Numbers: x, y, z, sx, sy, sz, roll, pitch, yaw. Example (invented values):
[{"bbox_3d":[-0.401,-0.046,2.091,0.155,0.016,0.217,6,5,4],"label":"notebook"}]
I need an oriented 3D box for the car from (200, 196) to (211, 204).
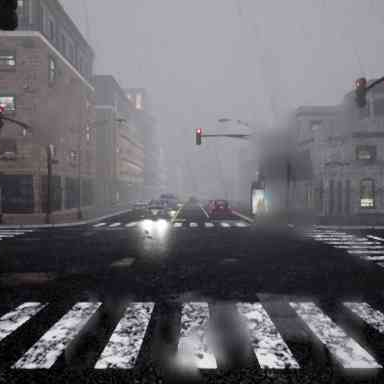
[{"bbox_3d":[2.622,1.586,65.924,2.008,1.369,4.403,-1,0,0],"label":"car"}]

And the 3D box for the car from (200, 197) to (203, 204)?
[{"bbox_3d":[2.638,1.568,48.834,2.008,1.369,4.403,0,0,0],"label":"car"}]

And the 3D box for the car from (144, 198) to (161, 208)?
[{"bbox_3d":[-5.742,1.568,48.814,2.008,1.369,4.403,0,0,0],"label":"car"}]

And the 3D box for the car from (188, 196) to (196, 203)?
[{"bbox_3d":[0.013,1.567,70.705,1.812,1.442,4.674,0,0,0],"label":"car"}]

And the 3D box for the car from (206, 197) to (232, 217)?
[{"bbox_3d":[2.654,1.444,31.743,1.967,1.590,4.097,0,0,0],"label":"car"}]

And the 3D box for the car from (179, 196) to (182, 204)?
[{"bbox_3d":[-3.077,1.384,63.812,2.097,1.767,4.553,0,0,0],"label":"car"}]

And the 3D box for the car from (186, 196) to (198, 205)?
[{"bbox_3d":[0.045,1.534,60.288,1.837,1.490,4.892,0,0,0],"label":"car"}]

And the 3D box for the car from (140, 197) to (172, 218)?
[{"bbox_3d":[-3.139,1.494,29.946,2.128,1.511,4.902,0,0,-2],"label":"car"}]

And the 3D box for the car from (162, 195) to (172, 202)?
[{"bbox_3d":[-5.771,1.492,77.296,1.967,1.590,4.097,0,0,0],"label":"car"}]

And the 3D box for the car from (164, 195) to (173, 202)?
[{"bbox_3d":[-5.775,1.586,82.823,1.752,1.417,4.829,-1,0,0],"label":"car"}]

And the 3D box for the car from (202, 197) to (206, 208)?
[{"bbox_3d":[2.644,1.594,43.137,1.802,1.307,4.206,0,0,0],"label":"car"}]

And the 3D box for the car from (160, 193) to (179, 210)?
[{"bbox_3d":[-3.137,1.223,42.492,2.150,2.045,5.566,0,1,0],"label":"car"}]

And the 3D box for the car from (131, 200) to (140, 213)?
[{"bbox_3d":[-5.731,1.558,37.420,2.008,1.369,4.403,0,0,0],"label":"car"}]
